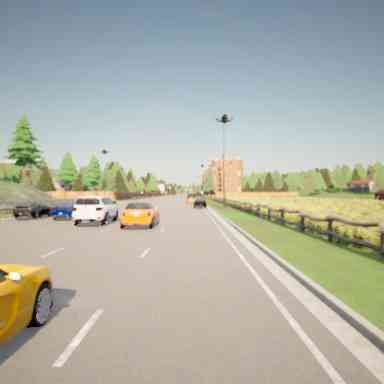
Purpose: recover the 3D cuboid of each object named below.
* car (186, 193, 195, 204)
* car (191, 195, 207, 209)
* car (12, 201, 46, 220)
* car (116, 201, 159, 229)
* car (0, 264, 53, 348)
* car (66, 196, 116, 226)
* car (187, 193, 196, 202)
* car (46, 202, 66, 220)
[{"bbox_3d":[-0.123,1.529,67.030,2.097,1.767,4.553,0,0,0],"label":"car"},{"bbox_3d":[1.201,1.607,48.985,1.882,1.535,5.008,0,0,0],"label":"car"},{"bbox_3d":[-13.913,1.575,29.459,2.128,1.511,4.902,0,0,0],"label":"car"},{"bbox_3d":[-3.410,1.412,22.443,2.097,1.767,4.553,0,0,0],"label":"car"},{"bbox_3d":[-3.404,1.490,3.975,1.882,1.535,5.008,0,0,0],"label":"car"},{"bbox_3d":[-6.911,1.290,24.353,2.150,2.045,5.566,0,0,0],"label":"car"},{"bbox_3d":[-0.202,1.317,81.181,2.150,2.045,5.566,0,0,0],"label":"car"},{"bbox_3d":[-10.411,1.557,28.856,1.882,1.535,5.008,0,0,0],"label":"car"}]
